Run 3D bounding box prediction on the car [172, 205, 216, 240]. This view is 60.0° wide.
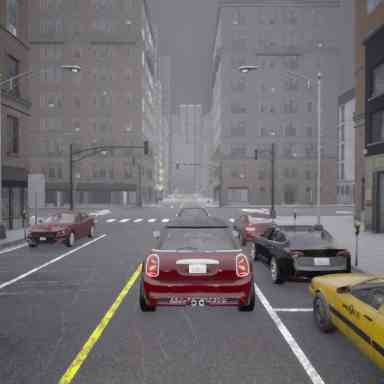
[{"bbox_3d":[0.068,1.542,18.125,2.033,1.411,5.357,0,0,0],"label":"car"}]

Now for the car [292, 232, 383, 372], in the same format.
[{"bbox_3d":[2.859,1.524,3.966,1.752,1.417,4.829,-1,0,0],"label":"car"}]

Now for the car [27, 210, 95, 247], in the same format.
[{"bbox_3d":[-5.704,1.540,14.951,1.887,1.381,4.507,-1,0,0],"label":"car"}]

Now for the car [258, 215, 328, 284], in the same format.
[{"bbox_3d":[2.851,1.563,9.382,1.947,1.339,4.313,-1,0,0],"label":"car"}]

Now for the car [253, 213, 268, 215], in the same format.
[{"bbox_3d":[2.842,1.577,14.968,1.802,1.307,4.206,-1,0,0],"label":"car"}]

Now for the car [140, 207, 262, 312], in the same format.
[{"bbox_3d":[0.088,1.350,7.887,2.097,1.767,4.553,0,0,0],"label":"car"}]
